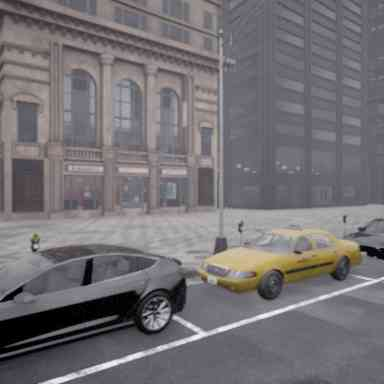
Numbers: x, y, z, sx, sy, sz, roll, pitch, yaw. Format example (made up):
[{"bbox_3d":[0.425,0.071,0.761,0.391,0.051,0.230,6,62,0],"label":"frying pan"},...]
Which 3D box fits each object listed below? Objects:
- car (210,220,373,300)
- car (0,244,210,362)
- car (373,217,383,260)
[{"bbox_3d":[2.388,1.527,8.355,4.829,1.417,1.752,0,0,-36],"label":"car"},{"bbox_3d":[-2.065,1.566,5.178,4.313,1.339,1.947,0,0,-36],"label":"car"},{"bbox_3d":[7.119,1.569,11.730,4.313,1.339,1.947,0,0,-36],"label":"car"}]
